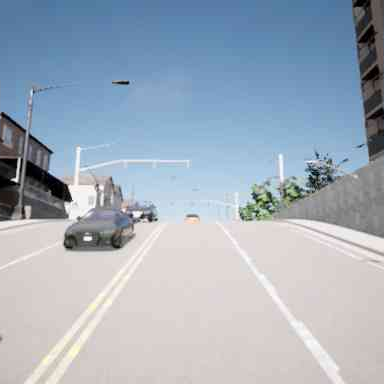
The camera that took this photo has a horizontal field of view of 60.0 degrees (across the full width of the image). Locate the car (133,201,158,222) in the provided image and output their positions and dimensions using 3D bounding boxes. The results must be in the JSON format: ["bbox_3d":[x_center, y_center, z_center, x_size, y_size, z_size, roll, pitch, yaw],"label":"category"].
[{"bbox_3d":[-3.560,1.400,24.101,2.128,1.511,4.902,0,-3,0],"label":"car"}]

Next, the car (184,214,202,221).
[{"bbox_3d":[0.104,3.739,41.224,2.097,1.767,4.553,0,-11,0],"label":"car"}]

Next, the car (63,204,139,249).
[{"bbox_3d":[-3.566,1.378,13.379,1.994,1.385,4.181,0,1,0],"label":"car"}]
